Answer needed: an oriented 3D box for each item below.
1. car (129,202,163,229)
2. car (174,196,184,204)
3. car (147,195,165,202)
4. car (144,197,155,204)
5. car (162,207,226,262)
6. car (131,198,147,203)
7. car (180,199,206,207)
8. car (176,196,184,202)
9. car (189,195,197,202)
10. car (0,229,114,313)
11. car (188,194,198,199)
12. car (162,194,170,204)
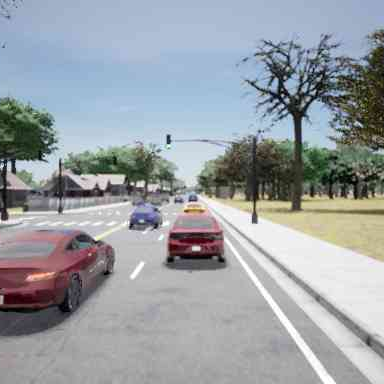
[{"bbox_3d":[-3.075,1.635,22.674,1.812,1.442,4.674,0,0,0],"label":"car"},{"bbox_3d":[-3.005,1.680,74.645,2.097,1.767,4.553,0,0,0],"label":"car"},{"bbox_3d":[-6.350,1.775,59.261,1.837,1.490,4.892,0,0,1],"label":"car"},{"bbox_3d":[-9.504,1.854,74.778,1.812,1.442,4.674,0,0,0],"label":"car"},{"bbox_3d":[0.136,1.538,12.372,1.882,1.535,5.008,0,0,0],"label":"car"},{"bbox_3d":[-9.600,1.775,59.273,1.837,1.490,4.892,0,0,1],"label":"car"},{"bbox_3d":[0.186,1.608,27.417,1.882,1.535,5.008,0,0,0],"label":"car"},{"bbox_3d":[-2.971,1.800,84.708,1.895,1.301,4.718,0,0,0],"label":"car"},{"bbox_3d":[0.279,1.560,84.638,2.097,1.767,4.553,0,0,0],"label":"car"},{"bbox_3d":[-3.125,1.563,7.594,1.812,1.442,4.674,0,0,0],"label":"car"},{"bbox_3d":[0.244,1.548,74.279,2.150,2.045,5.566,0,0,0],"label":"car"},{"bbox_3d":[-6.254,1.554,74.739,2.150,2.045,5.566,0,0,0],"label":"car"}]
